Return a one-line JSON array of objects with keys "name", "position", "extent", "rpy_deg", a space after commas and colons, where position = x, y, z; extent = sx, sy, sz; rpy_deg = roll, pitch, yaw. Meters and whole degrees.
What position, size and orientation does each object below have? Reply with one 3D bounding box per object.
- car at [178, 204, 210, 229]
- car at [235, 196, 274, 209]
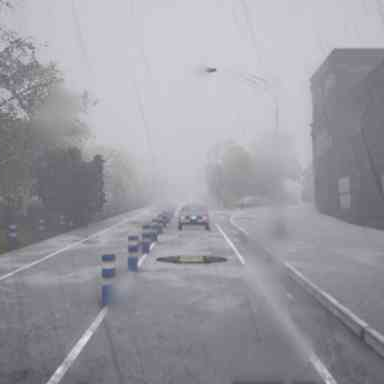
[{"name": "car", "position": [0.142, 1.449, 20.683], "extent": [2.033, 1.411, 5.357], "rpy_deg": [0, 0, 1]}, {"name": "car", "position": [7.126, 1.173, 37.688], "extent": [5.357, 1.411, 2.033], "rpy_deg": [1, -5, -43]}]
